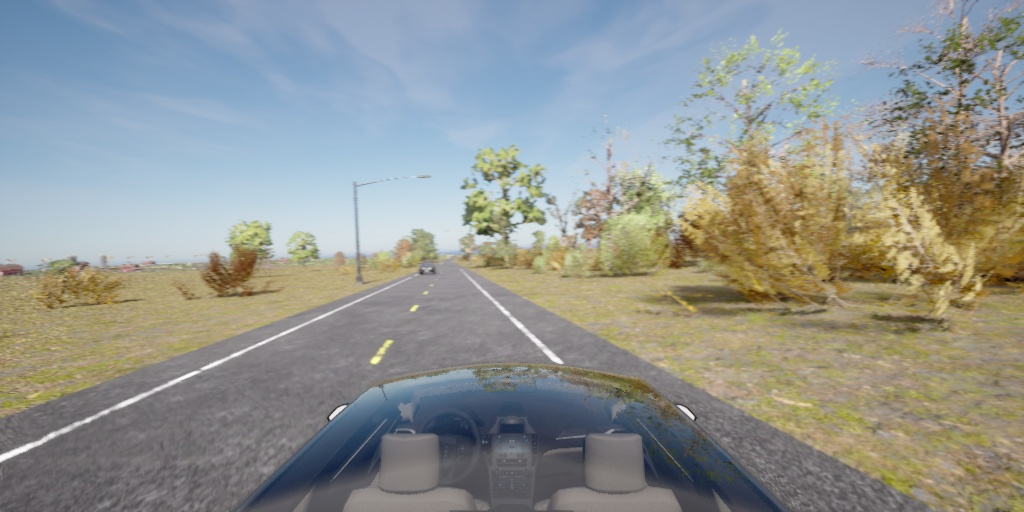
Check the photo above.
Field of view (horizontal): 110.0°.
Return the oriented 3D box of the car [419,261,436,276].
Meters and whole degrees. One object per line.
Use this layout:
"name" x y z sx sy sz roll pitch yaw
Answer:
"car" -12.351 1.726 52.625 2.150 2.045 5.566 -3 0 -10
